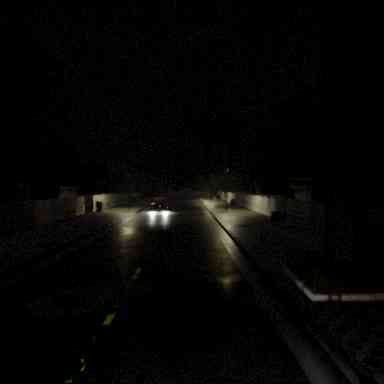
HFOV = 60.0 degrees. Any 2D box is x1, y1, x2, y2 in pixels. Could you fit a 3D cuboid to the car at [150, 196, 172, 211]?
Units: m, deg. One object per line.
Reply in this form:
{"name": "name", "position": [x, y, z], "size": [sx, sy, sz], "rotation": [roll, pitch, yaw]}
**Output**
{"name": "car", "position": [-3.079, 1.121, 33.630], "size": [1.994, 1.385, 4.181], "rotation": [0, 1, -1]}
